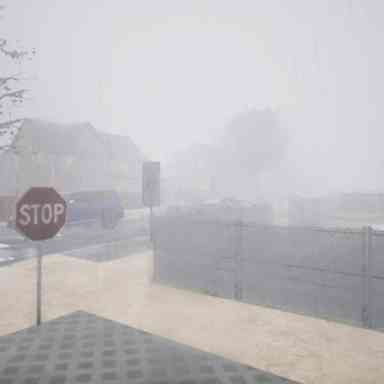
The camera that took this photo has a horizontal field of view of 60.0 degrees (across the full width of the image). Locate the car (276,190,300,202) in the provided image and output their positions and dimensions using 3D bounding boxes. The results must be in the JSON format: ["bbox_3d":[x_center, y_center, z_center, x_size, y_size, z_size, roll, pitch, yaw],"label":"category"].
[{"bbox_3d":[11.997,0.488,41.382,1.812,1.442,4.674,1,2,36],"label":"car"}]

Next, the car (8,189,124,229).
[{"bbox_3d":[-5.866,0.905,16.340,2.150,2.045,5.566,1,2,36],"label":"car"}]

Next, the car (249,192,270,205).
[{"bbox_3d":[5.993,0.750,32.998,2.033,1.411,5.357,1,2,36],"label":"car"}]

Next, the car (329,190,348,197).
[{"bbox_3d":[22.944,0.264,51.779,1.895,1.301,4.718,1,2,36],"label":"car"}]

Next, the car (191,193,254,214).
[{"bbox_3d":[2.183,1.023,22.643,1.812,1.442,4.674,1,2,36],"label":"car"}]

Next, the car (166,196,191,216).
[{"bbox_3d":[-0.024,1.010,24.552,1.994,1.385,4.181,1,2,35],"label":"car"}]
